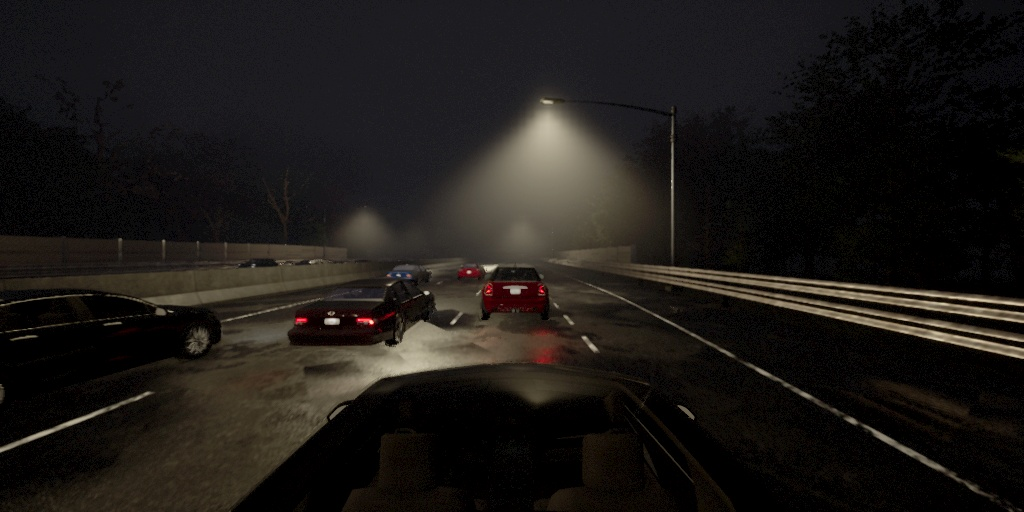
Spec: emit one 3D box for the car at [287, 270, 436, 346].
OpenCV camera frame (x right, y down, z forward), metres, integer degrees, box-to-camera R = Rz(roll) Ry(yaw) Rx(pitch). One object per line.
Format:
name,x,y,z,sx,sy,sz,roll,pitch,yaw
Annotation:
car,-3.396,1.278,9.279,2.033,1.411,5.357,0,0,0

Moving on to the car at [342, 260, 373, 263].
car,-17.582,1.174,42.047,1.837,1.490,4.892,0,0,0

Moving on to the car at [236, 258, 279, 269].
car,-28.080,1.022,39.688,2.097,1.767,4.553,0,0,0

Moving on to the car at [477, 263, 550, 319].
car,0.102,1.074,12.791,2.097,1.767,4.553,0,0,0

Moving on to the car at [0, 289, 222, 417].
car,-6.900,1.244,5.371,1.837,1.490,4.892,0,0,0

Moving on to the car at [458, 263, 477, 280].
car,-3.395,1.250,30.440,1.994,1.385,4.181,0,0,0

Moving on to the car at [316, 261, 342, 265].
car,-21.076,1.230,42.920,1.994,1.385,4.181,0,0,0

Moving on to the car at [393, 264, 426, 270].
car,-6.896,1.245,24.307,2.033,1.411,5.357,0,0,0

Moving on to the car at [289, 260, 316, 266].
car,-24.578,1.214,42.899,2.033,1.411,5.357,0,0,0
